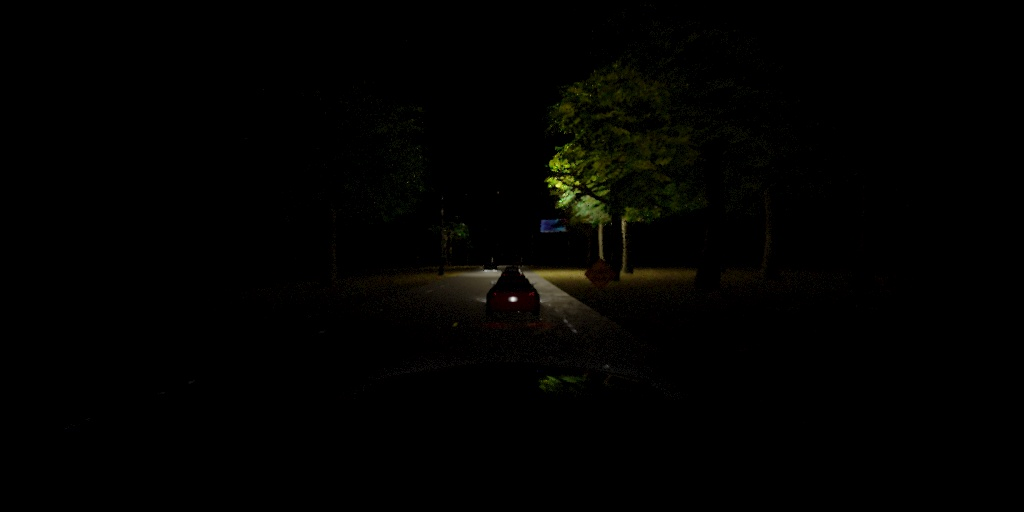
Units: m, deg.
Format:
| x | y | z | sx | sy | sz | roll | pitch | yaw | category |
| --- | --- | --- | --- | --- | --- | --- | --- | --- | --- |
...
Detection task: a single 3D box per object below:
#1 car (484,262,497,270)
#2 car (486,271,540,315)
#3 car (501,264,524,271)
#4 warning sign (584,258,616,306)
| x | y | z | sx | sy | sz | roll | pitch | yaw | category |
| --- | --- | --- | --- | --- | --- | --- | --- | --- | --- |
| -3.541 | 1.714 | 60.375 | 1.994 | 1.385 | 4.181 | 0 | 0 | 1 | car |
| 0.050 | 1.474 | 14.353 | 1.994 | 1.385 | 4.181 | 0 | -1 | 0 | car |
| 0.052 | 1.614 | 29.428 | 1.994 | 1.385 | 4.181 | 0 | 0 | 1 | car |
| 3.552 | 1.027 | 14.532 | 1.300 | 1.860 | 1.060 | 0 | 0 | 0 | warning sign |
